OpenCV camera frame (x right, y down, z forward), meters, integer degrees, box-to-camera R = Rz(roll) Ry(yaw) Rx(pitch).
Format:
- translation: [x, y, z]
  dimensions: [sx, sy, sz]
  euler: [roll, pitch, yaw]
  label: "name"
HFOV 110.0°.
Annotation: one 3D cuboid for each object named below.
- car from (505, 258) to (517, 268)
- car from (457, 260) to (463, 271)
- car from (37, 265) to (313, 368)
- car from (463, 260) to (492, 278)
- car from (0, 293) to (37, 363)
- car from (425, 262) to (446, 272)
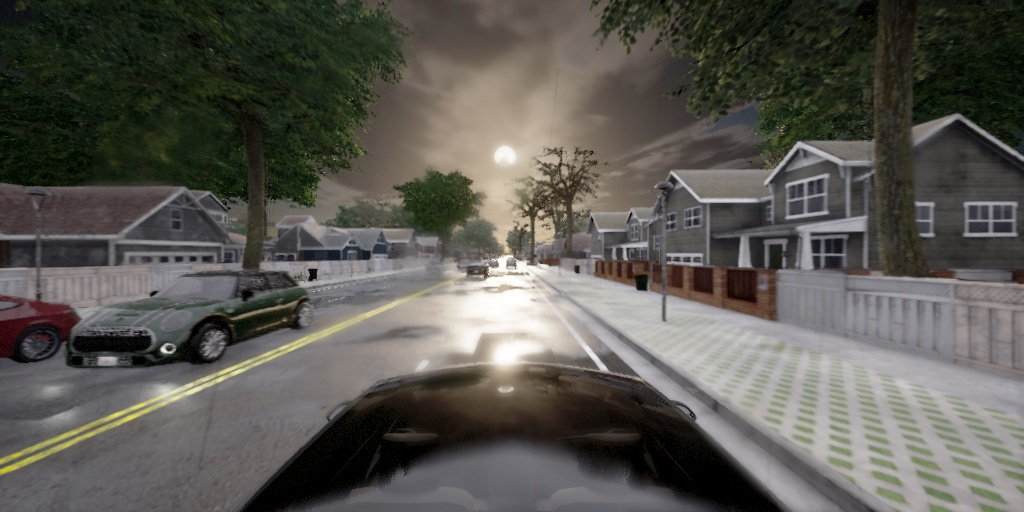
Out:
- translation: [-0.124, 1.299, 63.102]
  dimensions: [2.128, 1.511, 4.902]
  euler: [0, 0, 0]
  label: "car"
- translation: [-6.740, 1.303, 51.704]
  dimensions: [2.128, 1.511, 4.902]
  euler: [0, 0, 0]
  label: "car"
- translation: [-6.616, 1.123, 8.095]
  dimensions: [2.097, 1.767, 4.553]
  euler: [0, 0, 0]
  label: "car"
- translation: [-3.268, 1.255, 35.145]
  dimensions: [1.882, 1.535, 5.008]
  euler: [0, 0, 0]
  label: "car"
- translation: [-9.857, 1.308, 5.527]
  dimensions: [1.812, 1.442, 4.674]
  euler: [0, 0, 0]
  label: "car"
- translation: [-9.988, 1.416, 47.214]
  dimensions: [1.895, 1.301, 4.718]
  euler: [0, 0, 0]
  label: "car"
